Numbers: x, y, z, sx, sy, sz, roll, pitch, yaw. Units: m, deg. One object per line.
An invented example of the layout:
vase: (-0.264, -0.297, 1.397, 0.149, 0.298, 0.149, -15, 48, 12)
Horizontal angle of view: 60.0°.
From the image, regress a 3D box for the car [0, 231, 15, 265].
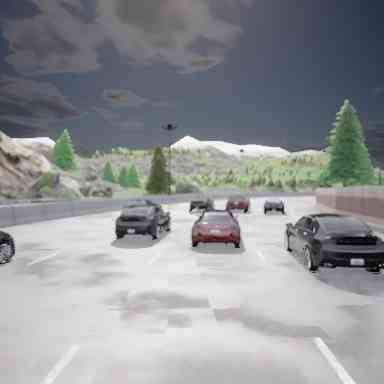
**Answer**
car: (-6.490, 1.412, 8.366, 1.837, 1.490, 4.892, 0, 1, 4)

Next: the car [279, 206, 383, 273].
car: (4.190, 1.417, 10.430, 1.837, 1.490, 4.892, 0, 1, 5)

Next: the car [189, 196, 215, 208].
car: (1.071, 1.199, 33.317, 1.837, 1.490, 4.892, 0, 1, 14)

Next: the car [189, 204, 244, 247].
car: (1.108, 1.432, 14.465, 1.994, 1.385, 4.181, 0, 1, 7)

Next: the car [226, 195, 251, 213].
car: (4.663, 1.056, 33.175, 2.097, 1.767, 4.553, 0, 1, 14)

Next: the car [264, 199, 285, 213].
car: (7.975, 1.321, 32.188, 1.895, 1.301, 4.718, 0, 1, 15)

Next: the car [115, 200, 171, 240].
car: (-2.226, 1.350, 16.130, 1.837, 1.490, 4.892, 0, 1, 7)
